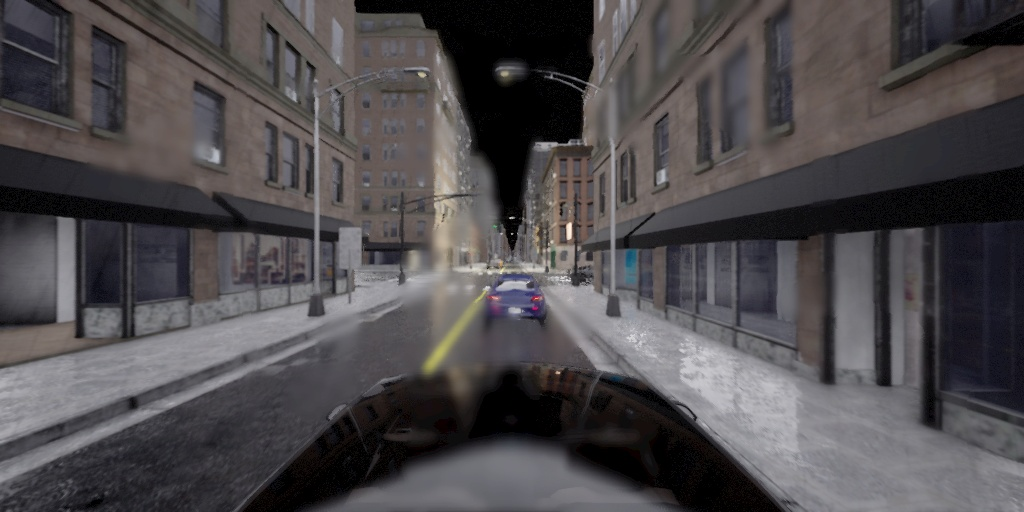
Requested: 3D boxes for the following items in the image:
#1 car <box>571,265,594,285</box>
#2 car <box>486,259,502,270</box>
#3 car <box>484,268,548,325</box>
[{"bbox_3d":[7.058,1.463,27.777,4.892,1.490,1.837,1,-3,-9],"label":"car"},{"bbox_3d":[-2.987,1.385,56.445,1.837,1.490,4.892,0,0,1],"label":"car"},{"bbox_3d":[0.113,1.303,11.799,1.812,1.442,4.674,0,0,0],"label":"car"}]
